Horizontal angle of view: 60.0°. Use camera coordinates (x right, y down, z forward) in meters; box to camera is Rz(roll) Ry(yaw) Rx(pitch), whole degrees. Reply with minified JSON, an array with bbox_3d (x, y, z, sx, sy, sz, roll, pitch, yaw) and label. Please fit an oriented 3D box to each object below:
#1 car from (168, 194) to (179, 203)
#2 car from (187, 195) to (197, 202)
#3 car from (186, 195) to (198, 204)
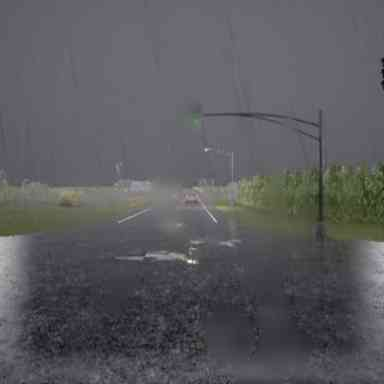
[{"bbox_3d":[-3.502,1.244,63.603,1.837,1.490,4.892,0,0,0],"label":"car"},{"bbox_3d":[-0.003,1.269,69.430,1.994,1.385,4.181,0,0,0],"label":"car"},{"bbox_3d":[-0.003,1.326,59.380,1.994,1.385,4.181,0,0,0],"label":"car"}]
